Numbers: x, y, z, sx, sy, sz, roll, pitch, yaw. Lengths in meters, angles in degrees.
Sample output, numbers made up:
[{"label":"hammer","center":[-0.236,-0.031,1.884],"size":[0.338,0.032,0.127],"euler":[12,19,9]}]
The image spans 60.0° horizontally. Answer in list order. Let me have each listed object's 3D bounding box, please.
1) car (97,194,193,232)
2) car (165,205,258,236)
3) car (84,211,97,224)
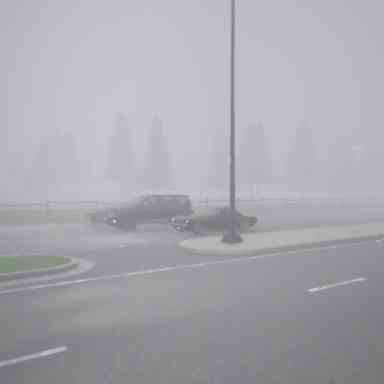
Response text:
[{"label":"car","center":[-2.488,1.149,19.986],"size":[5.566,2.045,2.150],"euler":[0,0,-31]},{"label":"car","center":[1.225,1.544,18.142],"size":[4.718,1.301,1.895],"euler":[0,0,-31]},{"label":"car","center":[-4.825,1.514,22.667],"size":[4.718,1.301,1.895],"euler":[0,0,-31]}]
